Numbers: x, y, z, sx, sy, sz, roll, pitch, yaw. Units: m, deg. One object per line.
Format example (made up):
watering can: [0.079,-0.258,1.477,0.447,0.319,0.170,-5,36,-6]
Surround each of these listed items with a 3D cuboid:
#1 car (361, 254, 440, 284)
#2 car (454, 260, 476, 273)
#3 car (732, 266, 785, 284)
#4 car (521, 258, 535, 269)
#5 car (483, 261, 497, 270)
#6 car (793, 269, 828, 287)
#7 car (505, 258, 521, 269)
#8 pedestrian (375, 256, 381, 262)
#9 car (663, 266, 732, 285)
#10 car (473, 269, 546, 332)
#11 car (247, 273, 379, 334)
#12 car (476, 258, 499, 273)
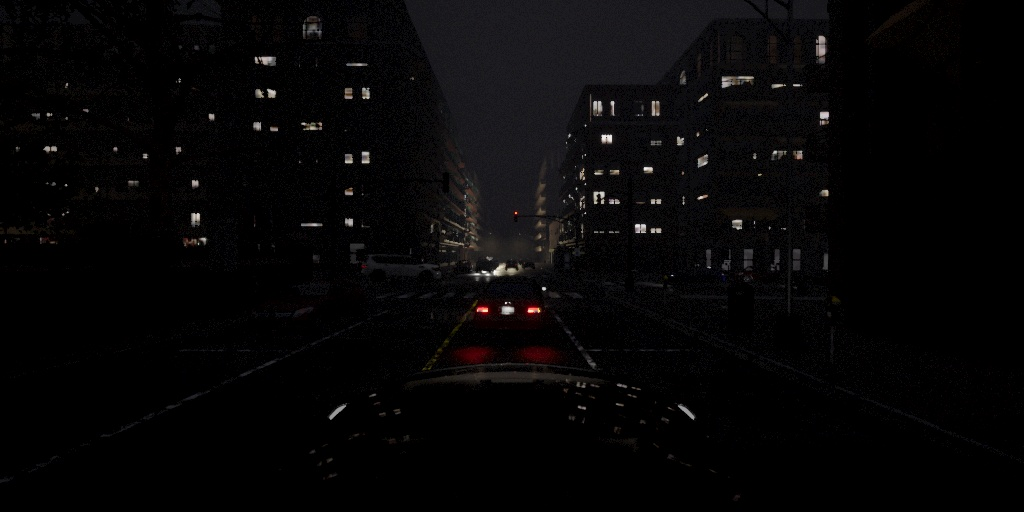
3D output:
car: [-8.093,0.929,26.315,5.566,2.045,2.150,2,0,-15]
car: [-5.810,1.188,43.023,1.967,1.591,4.097,0,0,0]
car: [21.293,1.571,31.541,4.097,1.591,1.967,0,0,-1]
car: [2.536,1.299,54.320,2.007,1.370,4.403,0,0,0]
car: [-3.231,1.349,53.251,1.895,1.301,4.718,0,0,0]
car: [24.905,1.810,29.033,4.718,1.301,1.895,1,0,-1]
car: [-0.051,1.296,53.270,2.033,1.411,5.357,0,0,0]
pedestrian: [-12.807,0.652,33.995,0.375,1.860,0.375,0,-1,-1]
car: [14.598,1.552,28.877,4.674,1.442,1.812,1,0,-1]
car: [0.052,1.297,10.826,2.033,1.411,5.357,0,0,3]
car: [-5.713,1.331,10.613,1.802,1.307,4.207,0,0,0]
car: [-3.191,1.296,43.301,2.033,1.411,5.357,0,0,4]
